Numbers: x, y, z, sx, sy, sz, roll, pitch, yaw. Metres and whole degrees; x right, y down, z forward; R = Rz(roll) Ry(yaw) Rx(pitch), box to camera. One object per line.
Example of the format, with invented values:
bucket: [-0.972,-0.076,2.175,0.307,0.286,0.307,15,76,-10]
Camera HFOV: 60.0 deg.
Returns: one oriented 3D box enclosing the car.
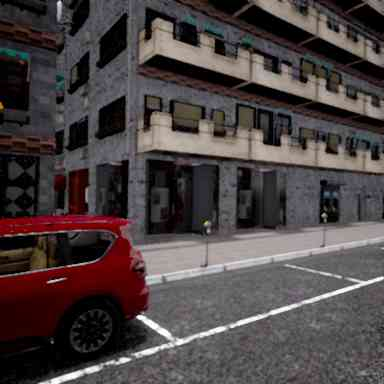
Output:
car: [-2.974,1.315,4.416,5.009,1.841,2.192,0,1,-36]
